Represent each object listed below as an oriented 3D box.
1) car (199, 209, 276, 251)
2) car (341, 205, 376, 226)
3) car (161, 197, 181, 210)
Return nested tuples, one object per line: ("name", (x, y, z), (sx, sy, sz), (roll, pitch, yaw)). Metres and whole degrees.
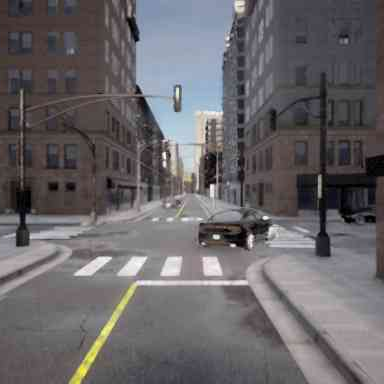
("car", (2.052, 1.462, 14.196), (1.882, 1.535, 5.008), (-1, 0, 28))
("car", (12.365, 1.523, 22.447), (4.313, 1.339, 1.947), (0, 0, 0))
("car", (-2.847, 1.430, 42.541), (2.128, 1.511, 4.902), (0, 0, 0))
